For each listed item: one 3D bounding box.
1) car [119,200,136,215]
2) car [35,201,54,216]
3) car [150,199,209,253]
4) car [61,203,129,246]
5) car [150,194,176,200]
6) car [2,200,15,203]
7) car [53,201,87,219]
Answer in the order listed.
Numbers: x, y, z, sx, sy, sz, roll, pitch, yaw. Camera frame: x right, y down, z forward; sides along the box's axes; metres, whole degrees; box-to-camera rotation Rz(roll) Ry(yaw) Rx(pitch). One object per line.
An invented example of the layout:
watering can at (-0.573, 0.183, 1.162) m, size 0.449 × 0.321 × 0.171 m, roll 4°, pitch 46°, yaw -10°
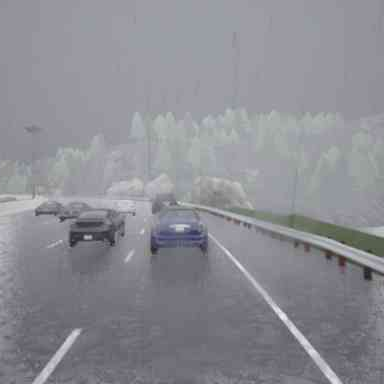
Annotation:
car at (-6.450, 1.478, 32.390) m, size 1.812 × 1.442 × 4.674 m, roll 0°, pitch 0°, yaw -10°
car at (-13.453, 1.529, 31.763) m, size 1.994 × 1.385 × 4.181 m, roll 0°, pitch 0°, yaw -10°
car at (-0.572, 1.328, 13.762) m, size 2.097 × 1.767 × 4.553 m, roll 0°, pitch 0°, yaw -4°
car at (-4.189, 1.485, 15.187) m, size 1.837 × 1.490 × 4.892 m, roll 0°, pitch 0°, yaw -5°
car at (-2.598, 1.170, 30.771) m, size 2.150 × 2.045 × 5.566 m, roll 0°, pitch 0°, yaw -9°
car at (-30.854, 1.514, 56.510) m, size 1.994 × 1.385 × 4.181 m, roll 0°, pitch 0°, yaw -18°
car at (-8.918, 1.515, 25.957) m, size 2.033 × 1.411 × 5.357 m, roll 0°, pitch 0°, yaw -8°
